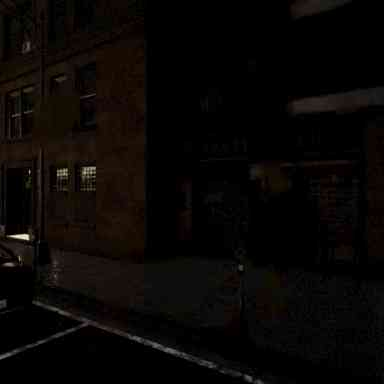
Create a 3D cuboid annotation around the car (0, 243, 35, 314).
[{"bbox_3d":[-4.816,1.550,6.504,4.403,1.369,2.008,0,0,35],"label":"car"}]
